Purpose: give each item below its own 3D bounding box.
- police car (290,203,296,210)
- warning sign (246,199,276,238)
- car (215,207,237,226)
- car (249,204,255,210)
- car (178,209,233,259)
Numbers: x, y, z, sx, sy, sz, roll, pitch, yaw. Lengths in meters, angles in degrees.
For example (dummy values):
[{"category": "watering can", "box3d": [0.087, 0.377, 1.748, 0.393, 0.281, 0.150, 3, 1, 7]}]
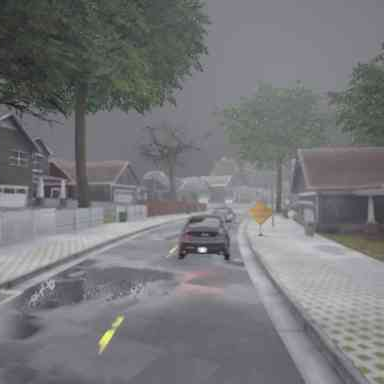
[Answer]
[{"category": "police car", "box3d": [25.371, 3.580, 81.308, 1.930, 1.638, 5.238, -1, -3, 28]}, {"category": "warning sign", "box3d": [3.407, 1.310, 16.542, 1.300, 1.860, 1.060, -1, -2, 7]}, {"category": "car", "box3d": [2.554, 1.942, 27.101, 2.033, 1.411, 5.357, 0, -1, 11]}, {"category": "car", "box3d": [12.515, 2.977, 64.614, 1.812, 1.442, 4.674, -1, -2, 26]}, {"category": "car", "box3d": [0.598, 1.658, 13.317, 1.837, 1.490, 4.892, 0, 0, 6]}]
